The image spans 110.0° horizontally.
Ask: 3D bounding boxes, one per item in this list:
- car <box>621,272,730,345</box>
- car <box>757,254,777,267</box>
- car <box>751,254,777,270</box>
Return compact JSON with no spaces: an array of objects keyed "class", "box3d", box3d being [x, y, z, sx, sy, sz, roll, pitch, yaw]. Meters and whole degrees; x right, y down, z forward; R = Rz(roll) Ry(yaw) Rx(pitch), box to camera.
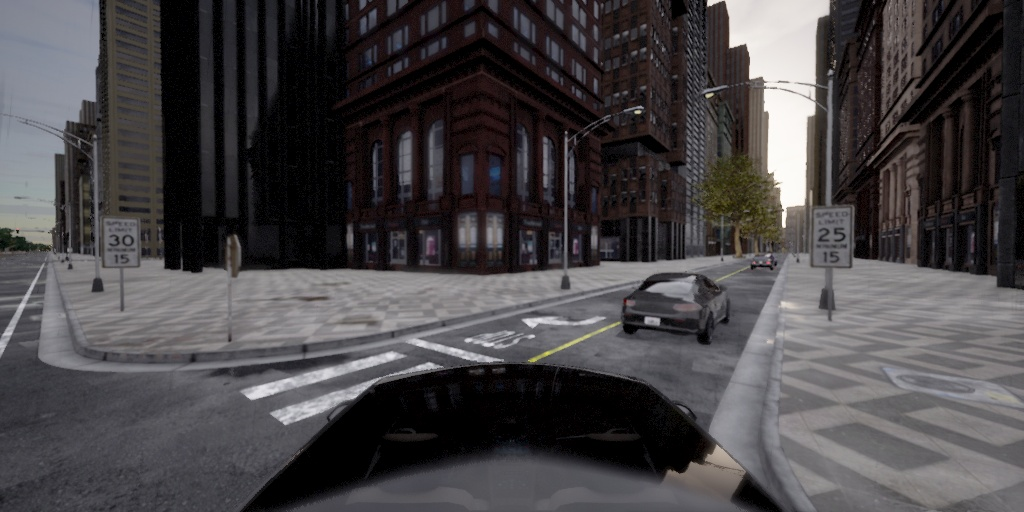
[{"class":"car","box3d":[4.281,1.135,9.158,1.812,1.442,4.674,1,1,38]},{"class":"car","box3d":[31.548,0.484,44.306,1.812,1.442,4.674,1,1,38]},{"class":"car","box3d":[25.170,0.649,35.999,2.033,1.411,5.357,1,1,38]}]
